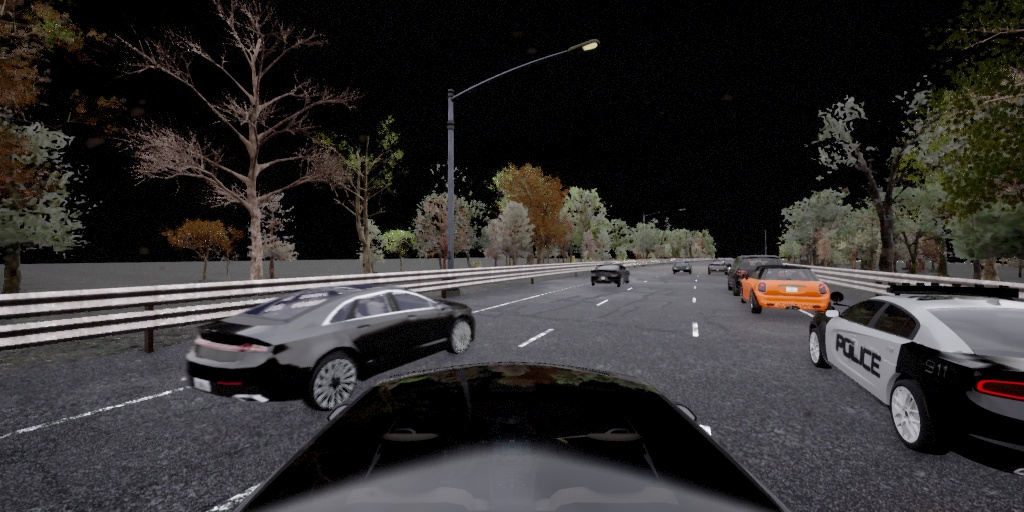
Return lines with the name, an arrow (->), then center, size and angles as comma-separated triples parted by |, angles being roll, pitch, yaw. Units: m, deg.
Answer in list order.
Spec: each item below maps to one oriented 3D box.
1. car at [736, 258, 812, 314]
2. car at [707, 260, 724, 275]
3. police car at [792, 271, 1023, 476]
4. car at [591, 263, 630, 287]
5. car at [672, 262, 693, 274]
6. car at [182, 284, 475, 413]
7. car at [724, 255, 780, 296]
car -> 9.961, 1.102, 13.425 | 2.097, 1.767, 4.553 | 0, 0, 27
car -> 22.535, 1.262, 39.295 | 2.128, 1.511, 4.902 | 0, 0, 30
police car -> 5.618, 1.175, 4.712 | 1.930, 1.638, 5.238 | 0, 0, 26
car -> 6.880, 1.232, 24.772 | 1.882, 1.535, 5.008 | 0, 0, 27
car -> 19.425, 1.370, 40.781 | 1.895, 1.301, 4.718 | 0, 0, 29
car -> -2.460, 1.241, 6.246 | 2.128, 1.511, 4.902 | 0, 0, 26
car -> 12.686, 0.978, 18.753 | 2.150, 2.045, 5.566 | 0, 0, 27
